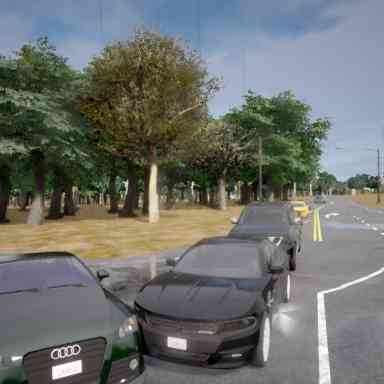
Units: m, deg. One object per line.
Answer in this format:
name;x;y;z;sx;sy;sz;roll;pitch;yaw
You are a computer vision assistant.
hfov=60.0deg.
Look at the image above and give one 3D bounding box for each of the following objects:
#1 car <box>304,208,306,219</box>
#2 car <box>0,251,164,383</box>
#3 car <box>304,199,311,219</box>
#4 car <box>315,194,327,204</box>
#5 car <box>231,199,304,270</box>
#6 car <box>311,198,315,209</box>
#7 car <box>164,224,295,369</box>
car;5.054;1.774;18.346;1.895;1.301;4.718;-1;0;21
car;-2.319;1.643;4.992;1.994;1.385;4.181;1;-2;-33
car;10.119;1.681;31.947;1.882;1.535;5.008;-1;0;20
car;25.990;1.534;67.389;2.097;1.767;4.553;-1;0;28
car;2.836;1.459;12.438;2.150;2.045;5.566;-2;0;20
car;15.479;1.756;45.879;1.812;1.442;4.674;-1;0;22
car;0.725;1.613;6.295;1.882;1.535;5.008;-1;-2;21
